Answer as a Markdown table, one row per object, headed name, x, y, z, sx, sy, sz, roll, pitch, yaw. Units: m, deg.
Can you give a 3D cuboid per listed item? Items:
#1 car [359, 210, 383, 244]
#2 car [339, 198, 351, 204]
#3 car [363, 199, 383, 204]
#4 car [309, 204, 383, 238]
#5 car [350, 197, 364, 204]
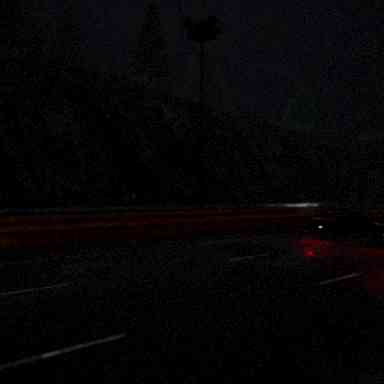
| name | x | y | z | sx | sy | sz | roll | pitch | yaw |
| --- | --- | --- | --- | --- | --- | --- | --- | --- | --- |
| car | 10.129 | 1.609 | 15.318 | 4.902 | 1.511 | 2.128 | 0 | 0 | -35 |
| car | 25.645 | 1.711 | 52.927 | 4.553 | 1.767 | 2.097 | 0 | 0 | -24 |
| car | 26.182 | 1.931 | 45.485 | 4.718 | 1.301 | 1.895 | 0 | 0 | -25 |
| car | 8.589 | 1.614 | 18.517 | 4.902 | 1.511 | 2.128 | 1 | 0 | -35 |
| car | 26.765 | 1.898 | 49.617 | 5.357 | 1.411 | 2.033 | 0 | 0 | -24 |
